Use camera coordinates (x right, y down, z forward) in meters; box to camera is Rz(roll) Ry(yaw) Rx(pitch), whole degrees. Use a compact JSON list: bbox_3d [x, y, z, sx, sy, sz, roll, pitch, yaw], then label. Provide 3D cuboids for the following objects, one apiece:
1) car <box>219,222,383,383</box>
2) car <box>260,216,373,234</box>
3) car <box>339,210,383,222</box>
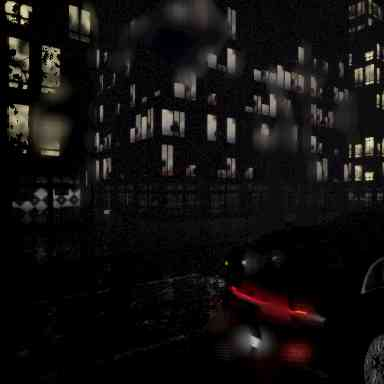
[{"bbox_3d":[2.672,1.492,5.217,4.902,1.511,2.128,0,0,-36],"label":"car"},{"bbox_3d":[2.932,1.563,9.332,4.181,1.385,1.994,0,0,-35],"label":"car"},{"bbox_3d":[8.140,1.563,16.226,4.313,1.339,1.947,0,0,-36],"label":"car"}]
